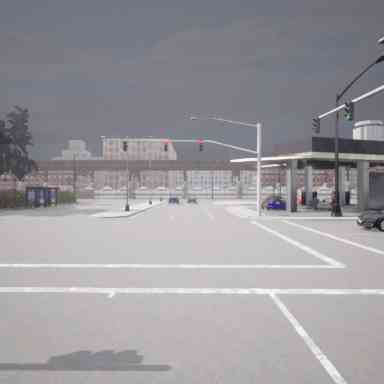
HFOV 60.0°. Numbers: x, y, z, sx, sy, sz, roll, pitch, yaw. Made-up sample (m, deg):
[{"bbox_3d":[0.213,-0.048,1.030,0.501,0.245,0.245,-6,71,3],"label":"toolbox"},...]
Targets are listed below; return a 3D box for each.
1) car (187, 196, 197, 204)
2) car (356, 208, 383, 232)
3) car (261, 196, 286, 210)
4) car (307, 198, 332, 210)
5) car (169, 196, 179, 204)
[{"bbox_3d":[0.010,1.547,64.423,2.033,1.411,5.357,0,0,0],"label":"car"},{"bbox_3d":[12.294,1.505,19.583,4.892,1.490,1.837,0,0,-1],"label":"car"},{"bbox_3d":[9.716,1.295,39.746,2.242,1.667,4.611,0,0,0],"label":"car"},{"bbox_3d":[15.461,1.456,40.508,1.970,1.475,3.806,0,0,0],"label":"car"},{"bbox_3d":[-3.490,1.478,64.424,1.882,1.535,5.008,0,0,0],"label":"car"}]
